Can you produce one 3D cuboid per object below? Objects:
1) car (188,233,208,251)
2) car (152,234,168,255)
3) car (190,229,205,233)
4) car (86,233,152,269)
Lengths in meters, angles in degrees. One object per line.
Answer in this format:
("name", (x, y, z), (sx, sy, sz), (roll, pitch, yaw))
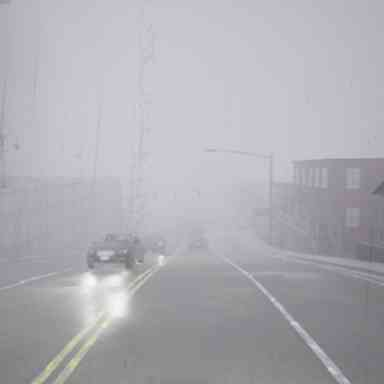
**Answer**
("car", (0.611, 5.270, 34.538), (1.994, 1.385, 4.181), (0, -5, 1))
("car", (-3.195, 4.279, 27.664), (2.097, 1.767, 4.553), (0, -8, 1))
("car", (0.751, 5.721, 44.464), (2.033, 1.411, 5.357), (0, 0, 1))
("car", (-3.385, 2.688, 15.514), (2.128, 1.511, 4.902), (0, -8, 1))
